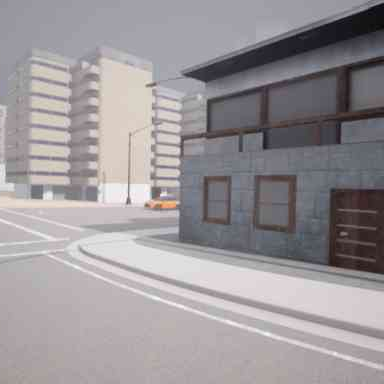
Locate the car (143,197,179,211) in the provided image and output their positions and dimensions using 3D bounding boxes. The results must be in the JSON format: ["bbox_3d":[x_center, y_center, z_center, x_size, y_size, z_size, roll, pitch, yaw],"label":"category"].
[{"bbox_3d":[-3.551,1.329,39.748,4.553,1.767,2.097,2,0,-43],"label":"car"}]
